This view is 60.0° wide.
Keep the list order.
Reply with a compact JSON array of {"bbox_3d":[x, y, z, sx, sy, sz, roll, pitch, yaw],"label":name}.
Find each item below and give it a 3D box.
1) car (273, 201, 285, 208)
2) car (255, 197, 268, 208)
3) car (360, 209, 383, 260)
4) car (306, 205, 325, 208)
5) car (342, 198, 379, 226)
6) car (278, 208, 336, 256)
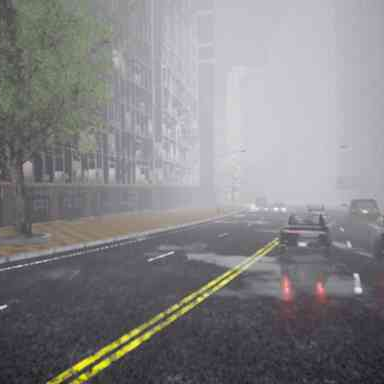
[{"bbox_3d":[16.373,2.298,62.698,1.895,1.301,4.718,-1,-1,11],"label":"car"},{"bbox_3d":[13.142,1.944,63.125,2.150,2.045,5.566,0,-1,11],"label":"car"},{"bbox_3d":[7.814,1.623,12.577,2.128,1.511,4.902,0,-1,24],"label":"car"},{"bbox_3d":[10.378,1.797,27.951,2.128,1.511,4.902,0,-1,20],"label":"car"},{"bbox_3d":[13.112,1.496,25.962,2.150,2.045,5.566,0,0,20],"label":"car"},{"bbox_3d":[4.844,1.645,13.898,2.128,1.511,4.902,0,-1,24],"label":"car"}]
